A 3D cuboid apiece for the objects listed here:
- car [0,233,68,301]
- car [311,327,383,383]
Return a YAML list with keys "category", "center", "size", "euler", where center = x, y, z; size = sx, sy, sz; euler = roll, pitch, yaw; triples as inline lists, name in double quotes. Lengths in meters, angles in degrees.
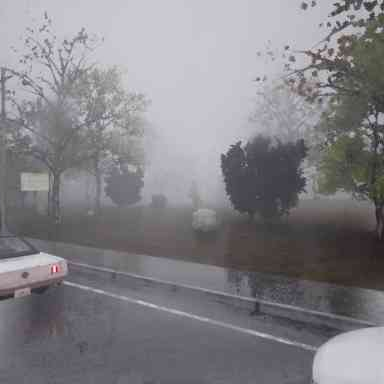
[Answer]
- category: "car"
  center: [-4.991, 1.601, 7.547]
  size: [4.718, 1.301, 1.895]
  euler: [0, 0, 35]
- category: "car"
  center: [3.078, 1.526, 1.812]
  size: [4.674, 1.442, 1.812]
  euler: [0, 0, 35]
